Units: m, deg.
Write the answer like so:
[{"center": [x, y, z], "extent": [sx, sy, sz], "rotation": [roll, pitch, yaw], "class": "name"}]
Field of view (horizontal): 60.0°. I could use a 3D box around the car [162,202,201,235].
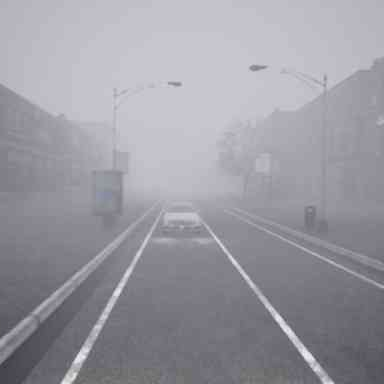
[{"center": [-0.556, 1.262, 17.262], "extent": [1.812, 1.442, 4.674], "rotation": [1, 1, -3], "class": "car"}]
